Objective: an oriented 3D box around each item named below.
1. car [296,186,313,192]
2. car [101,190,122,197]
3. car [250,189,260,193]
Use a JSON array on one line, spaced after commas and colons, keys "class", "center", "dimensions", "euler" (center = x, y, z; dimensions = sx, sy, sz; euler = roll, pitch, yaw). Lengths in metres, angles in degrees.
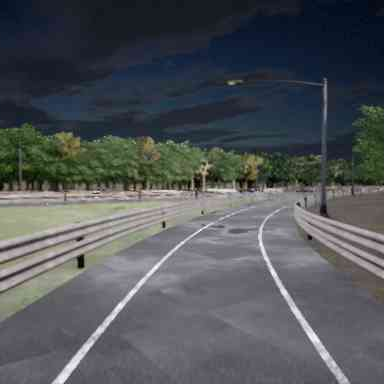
[{"class": "car", "center": [29.020, -0.549, 85.604], "dimensions": [5.566, 2.045, 2.150], "euler": [-1, 2, -41]}, {"class": "car", "center": [-12.199, 0.337, 52.293], "dimensions": [4.553, 1.767, 2.097], "euler": [-1, 2, -37]}, {"class": "car", "center": [14.272, 0.088, 73.191], "dimensions": [4.892, 1.490, 1.837], "euler": [-1, 2, -40]}]
